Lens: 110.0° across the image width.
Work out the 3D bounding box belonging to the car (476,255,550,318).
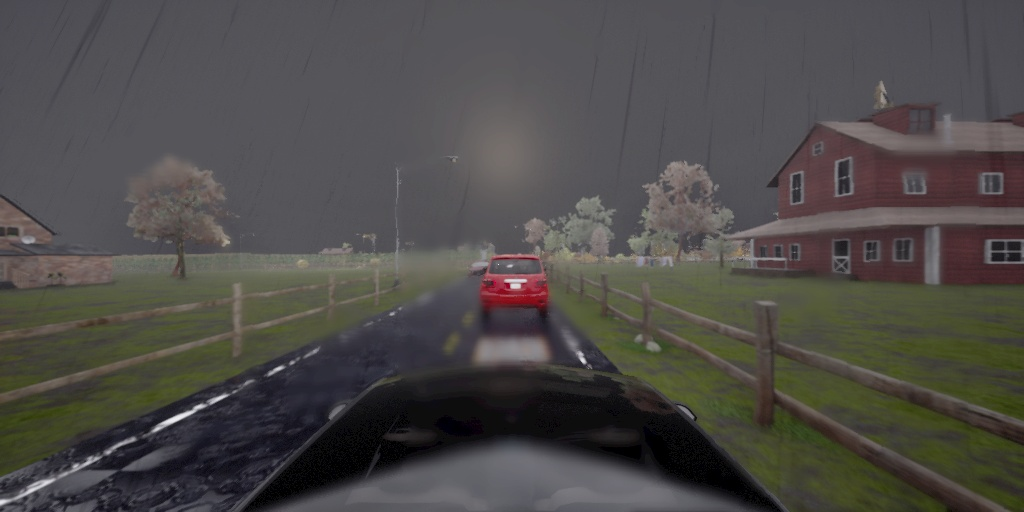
[{"bbox_3d":[0.108,0.973,13.161,2.150,2.045,5.566,0,0,0],"label":"car"}]

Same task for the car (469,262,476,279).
[{"bbox_3d":[-2.831,1.248,33.080,1.882,1.535,5.008,0,0,0],"label":"car"}]
